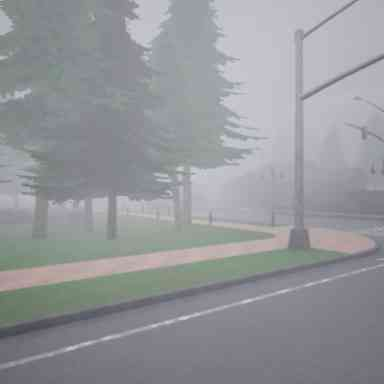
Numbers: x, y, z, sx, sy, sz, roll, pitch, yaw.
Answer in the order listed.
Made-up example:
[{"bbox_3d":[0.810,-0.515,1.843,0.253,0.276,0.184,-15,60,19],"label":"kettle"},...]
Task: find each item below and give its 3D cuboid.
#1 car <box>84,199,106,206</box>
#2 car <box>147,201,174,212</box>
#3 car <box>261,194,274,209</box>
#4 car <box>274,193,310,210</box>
[{"bbox_3d":[-15.733,1.467,53.893,2.128,1.511,4.902,0,0,-43],"label":"car"},{"bbox_3d":[-3.386,1.452,38.133,2.128,1.511,4.902,0,0,-37],"label":"car"},{"bbox_3d":[10.327,1.120,40.740,3.866,1.878,1.905,0,0,-37],"label":"car"},{"bbox_3d":[12.144,1.118,38.960,4.605,1.855,1.932,0,0,-37],"label":"car"}]
